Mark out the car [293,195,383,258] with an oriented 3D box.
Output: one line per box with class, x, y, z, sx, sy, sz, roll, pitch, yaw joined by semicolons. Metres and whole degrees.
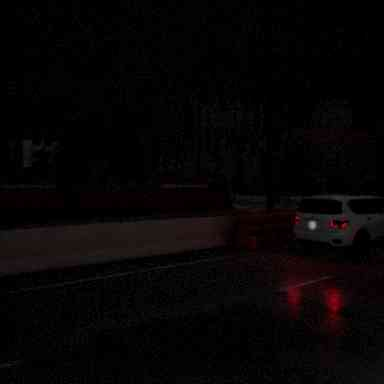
car;6.186;1.114;12.544;5.566;2.045;2.150;-1;1;-35
